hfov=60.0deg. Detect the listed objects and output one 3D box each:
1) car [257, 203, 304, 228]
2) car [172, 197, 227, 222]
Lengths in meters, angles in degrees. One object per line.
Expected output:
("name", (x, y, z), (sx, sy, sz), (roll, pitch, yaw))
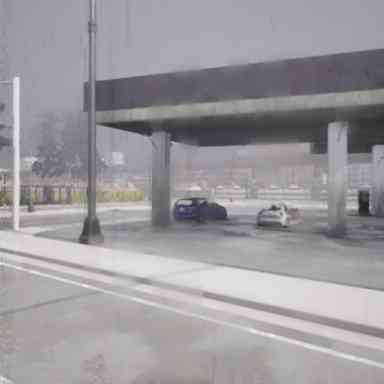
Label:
("car", (5.717, 1.413, 21.206), (1.970, 1.475, 3.806), (0, 0, 37))
("car", (0.641, 1.219, 24.000), (2.242, 1.667, 4.611), (0, 0, 37))
